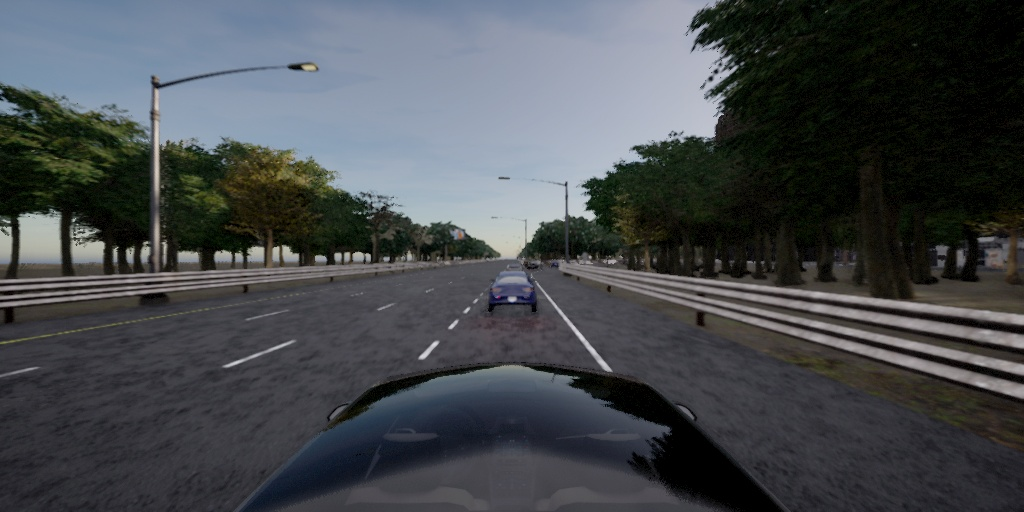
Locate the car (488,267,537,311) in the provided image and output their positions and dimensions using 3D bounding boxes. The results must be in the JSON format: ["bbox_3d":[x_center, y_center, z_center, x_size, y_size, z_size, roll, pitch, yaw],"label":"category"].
[{"bbox_3d":[0.030,1.355,14.872,1.812,1.442,4.674,0,0,1],"label":"car"}]

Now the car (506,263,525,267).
[{"bbox_3d":[0.351,1.456,37.907,2.128,1.511,4.902,0,0,2],"label":"car"}]

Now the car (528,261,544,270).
[{"bbox_3d":[4.037,1.591,60.548,1.837,1.490,4.892,-1,-1,17],"label":"car"}]
